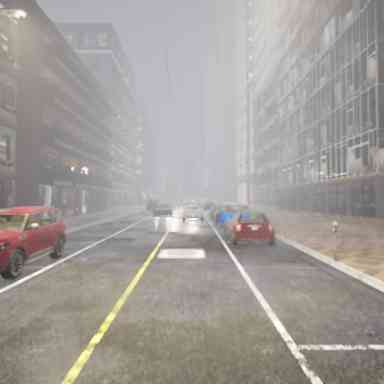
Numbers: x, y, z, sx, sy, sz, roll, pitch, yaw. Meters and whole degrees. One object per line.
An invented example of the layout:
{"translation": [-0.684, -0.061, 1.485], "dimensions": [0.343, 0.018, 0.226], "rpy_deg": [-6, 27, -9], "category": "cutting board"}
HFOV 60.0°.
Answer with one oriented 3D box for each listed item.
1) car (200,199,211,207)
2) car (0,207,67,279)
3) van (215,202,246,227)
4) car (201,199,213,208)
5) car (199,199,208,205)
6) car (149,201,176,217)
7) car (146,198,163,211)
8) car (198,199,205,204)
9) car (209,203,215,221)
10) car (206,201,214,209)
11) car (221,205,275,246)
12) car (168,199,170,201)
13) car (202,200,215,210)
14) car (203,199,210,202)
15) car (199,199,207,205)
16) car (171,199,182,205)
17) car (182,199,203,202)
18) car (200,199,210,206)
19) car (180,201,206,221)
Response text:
{"translation": [2.715, 2.167, 67.124], "dimensions": [1.967, 1.590, 4.097], "rpy_deg": [1, -1, 0], "category": "car"}
{"translation": [-5.673, 1.434, 10.619], "dimensions": [2.192, 1.841, 5.009], "rpy_deg": [1, -1, 0], "category": "car"}
{"translation": [2.709, 1.583, 21.918], "dimensions": [1.690, 1.788, 3.998], "rpy_deg": [1, -1, 0], "category": "van"}
{"translation": [2.714, 2.107, 61.473], "dimensions": [1.967, 1.590, 4.097], "rpy_deg": [1, -1, 0], "category": "car"}
{"translation": [2.715, 2.398, 78.424], "dimensions": [2.008, 1.369, 4.403], "rpy_deg": [1, -1, 0], "category": "car"}
{"translation": [-3.088, 1.959, 35.993], "dimensions": [1.994, 1.385, 4.181], "rpy_deg": [0, -1, 0], "category": "car"}
{"translation": [-5.666, 1.863, 50.176], "dimensions": [2.192, 1.841, 5.009], "rpy_deg": [1, -1, 0], "category": "car"}
{"translation": [2.717, 2.608, 95.377], "dimensions": [1.802, 1.307, 4.206], "rpy_deg": [1, -1, 0], "category": "car"}
{"translation": [2.706, 1.870, 27.566], "dimensions": [1.947, 1.339, 4.313], "rpy_deg": [1, -1, 0], "category": "car"}
{"translation": [2.707, 1.931, 33.217], "dimensions": [1.947, 1.339, 4.313], "rpy_deg": [1, -1, 0], "category": "car"}
{"translation": [2.706, 1.620, 16.265], "dimensions": [1.967, 1.590, 4.097], "rpy_deg": [1, -1, 0], "category": "car"}
{"translation": [-5.668, 2.234, 61.475], "dimensions": [1.947, 1.339, 4.313], "rpy_deg": [1, -1, 0], "category": "car"}
{"translation": [2.711, 2.152, 55.820], "dimensions": [1.887, 1.381, 4.507], "rpy_deg": [1, -1, 0], "category": "car"}
{"translation": [2.710, 2.113, 50.170], "dimensions": [1.947, 1.339, 4.313], "rpy_deg": [1, -1, 0], "category": "car"}
{"translation": [2.715, 2.489, 84.074], "dimensions": [1.802, 1.307, 4.206], "rpy_deg": [1, -1, 0], "category": "car"}
{"translation": [-2.988, 2.265, 76.857], "dimensions": [2.128, 1.511, 4.902], "rpy_deg": [0, -1, 0], "category": "car"}
{"translation": [0.045, 2.013, 46.606], "dimensions": [2.163, 1.488, 4.792], "rpy_deg": [0, -1, 1], "category": "car"}
{"translation": [2.714, 2.338, 72.773], "dimensions": [2.008, 1.369, 4.403], "rpy_deg": [1, -1, 0], "category": "car"}
{"translation": [0.114, 1.865, 30.842], "dimensions": [1.812, 1.442, 4.674], "rpy_deg": [0, -1, 1], "category": "car"}
